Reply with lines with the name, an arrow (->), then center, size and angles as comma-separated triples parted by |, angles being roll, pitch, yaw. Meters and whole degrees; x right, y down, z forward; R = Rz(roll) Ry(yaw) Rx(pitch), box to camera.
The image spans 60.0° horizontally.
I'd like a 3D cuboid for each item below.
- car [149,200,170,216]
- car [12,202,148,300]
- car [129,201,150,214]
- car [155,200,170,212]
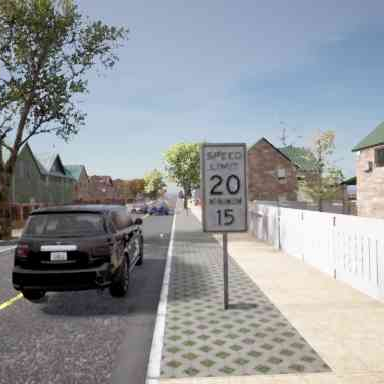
car -> -3.868, 1.803, 39.532 | 2.097, 1.767, 4.553 | -1, -1, -2
car -> -2.614, 1.329, 8.923 | 2.150, 2.045, 5.566 | -1, -1, -2
car -> -6.856, 2.041, 43.938 | 2.128, 1.511, 4.902 | -1, -1, -2
car -> -4.353, 2.042, 49.784 | 1.882, 1.535, 5.008 | -1, -1, -2
